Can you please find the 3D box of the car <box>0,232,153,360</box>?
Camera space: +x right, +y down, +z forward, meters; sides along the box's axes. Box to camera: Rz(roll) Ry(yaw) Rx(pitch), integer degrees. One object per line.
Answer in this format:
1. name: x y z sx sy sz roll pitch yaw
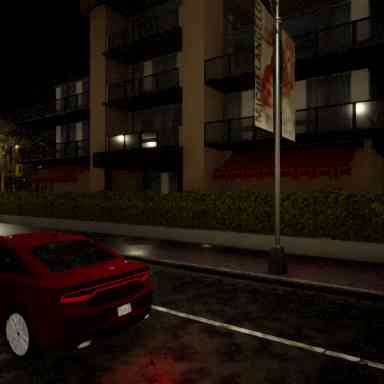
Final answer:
1. car: -2.973 1.478 6.016 5.008 1.535 1.882 0 0 35
